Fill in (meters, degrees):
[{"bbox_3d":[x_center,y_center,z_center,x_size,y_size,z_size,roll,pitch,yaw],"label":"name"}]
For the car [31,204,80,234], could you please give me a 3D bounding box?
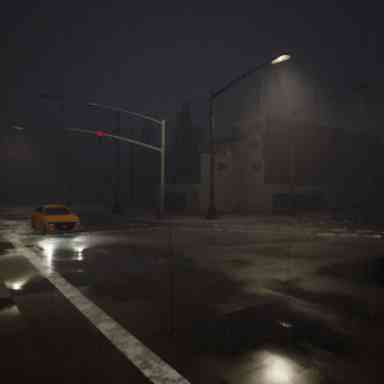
[{"bbox_3d":[-8.032,1.506,19.432,1.882,1.535,5.008,1,1,-35],"label":"car"}]
